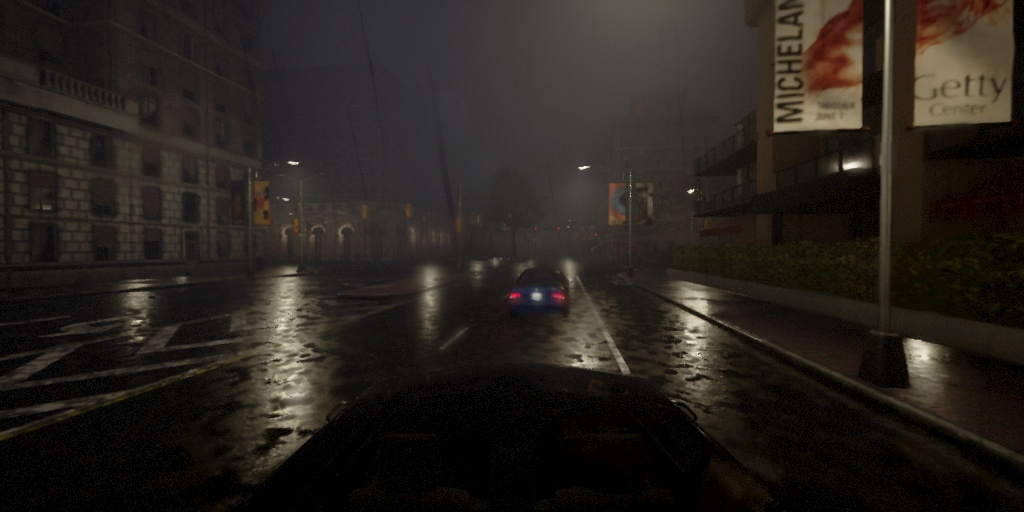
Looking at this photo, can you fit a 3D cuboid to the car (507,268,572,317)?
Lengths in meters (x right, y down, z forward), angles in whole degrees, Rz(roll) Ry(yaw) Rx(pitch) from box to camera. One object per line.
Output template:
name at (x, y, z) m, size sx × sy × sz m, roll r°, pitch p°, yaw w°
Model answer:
car at (1.052, 1.108, 12.284) m, size 2.033 × 1.411 × 5.357 m, roll 0°, pitch 1°, yaw 8°
